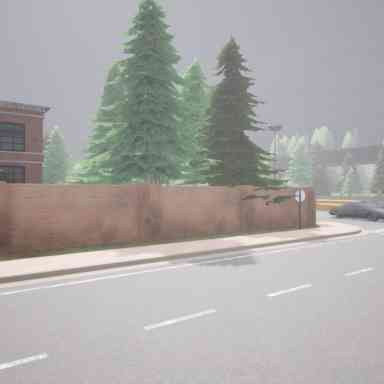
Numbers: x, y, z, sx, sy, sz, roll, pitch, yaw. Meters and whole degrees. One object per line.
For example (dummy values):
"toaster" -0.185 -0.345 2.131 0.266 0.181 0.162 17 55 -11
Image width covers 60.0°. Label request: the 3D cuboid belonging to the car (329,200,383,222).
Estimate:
"car" 13.525 1.548 26.446 2.033 1.411 5.357 0 0 -24
